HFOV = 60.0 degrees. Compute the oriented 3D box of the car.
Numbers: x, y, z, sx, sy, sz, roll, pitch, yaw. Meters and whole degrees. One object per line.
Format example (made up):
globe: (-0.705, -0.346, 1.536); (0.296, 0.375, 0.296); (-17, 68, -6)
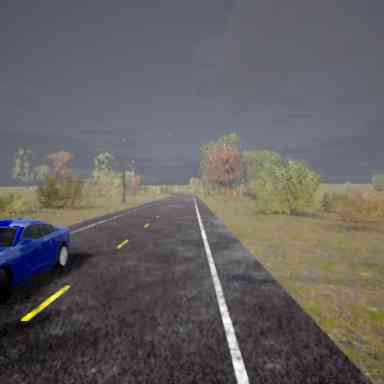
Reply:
car: (-4.647, 1.450, 8.207); (1.882, 1.535, 5.008); (0, 0, 0)
